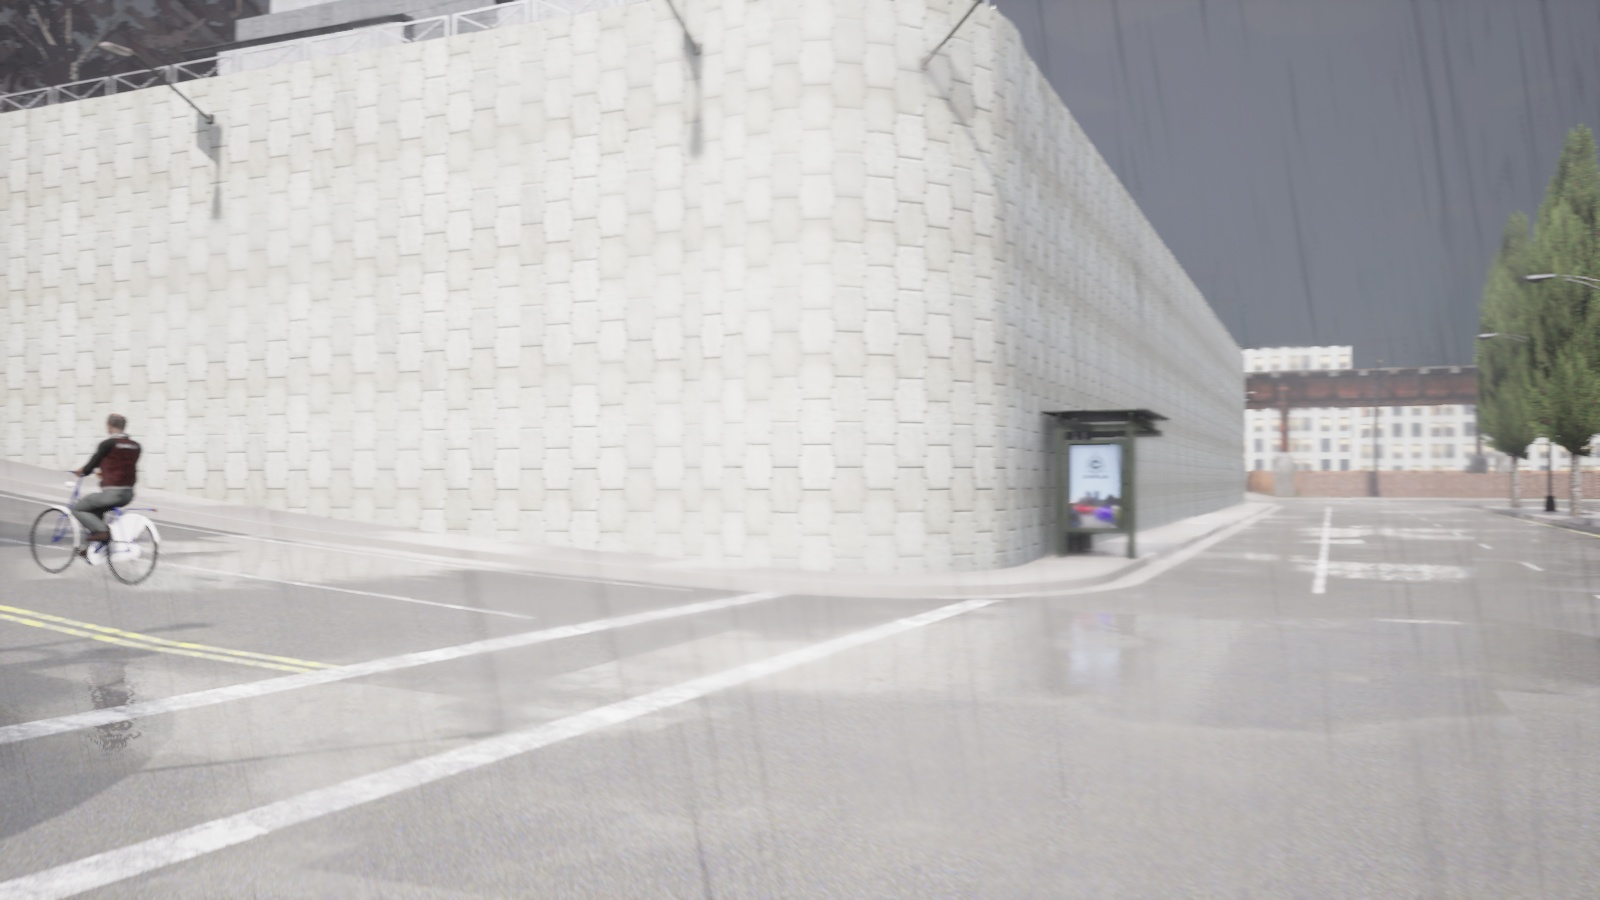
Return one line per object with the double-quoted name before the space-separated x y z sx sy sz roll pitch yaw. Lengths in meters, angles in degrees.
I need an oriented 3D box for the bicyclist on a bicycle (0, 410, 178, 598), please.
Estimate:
"bicyclist on a bicycle" -7.556 0.539 13.170 1.843 1.776 0.659 4 -1 22
